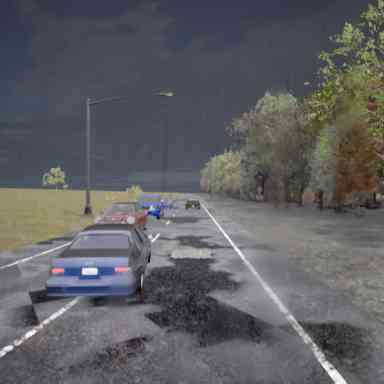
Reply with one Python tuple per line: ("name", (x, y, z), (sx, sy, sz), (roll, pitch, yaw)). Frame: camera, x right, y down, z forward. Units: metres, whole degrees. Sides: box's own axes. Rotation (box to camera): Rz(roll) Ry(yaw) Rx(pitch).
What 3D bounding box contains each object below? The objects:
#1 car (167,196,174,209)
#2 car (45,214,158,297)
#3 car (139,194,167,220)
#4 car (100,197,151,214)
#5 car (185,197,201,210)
("car", (-3.591, 1.319, 44.148), (2.097, 1.767, 4.553), (0, 0, 0))
("car", (-2.104, 1.543, 8.778), (2.033, 1.411, 5.357), (0, 0, -4))
("car", (-3.599, 1.202, 28.186), (2.150, 2.045, 5.566), (0, 0, -1))
("car", (-3.670, 1.342, 17.694), (2.097, 1.767, 4.553), (0, 0, 1))
("car", (0.107, 1.472, 43.229), (1.837, 1.490, 4.892), (0, 0, 0))
